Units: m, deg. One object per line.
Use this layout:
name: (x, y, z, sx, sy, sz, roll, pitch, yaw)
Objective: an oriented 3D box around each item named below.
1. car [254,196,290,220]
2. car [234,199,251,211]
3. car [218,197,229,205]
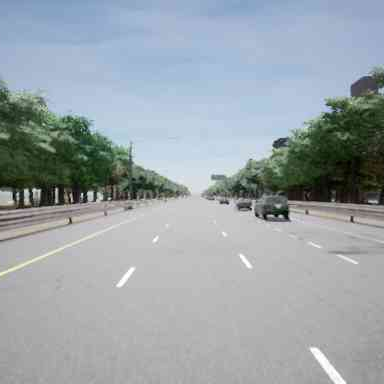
car: (7.036, 1.354, 29.671, 2.150, 2.045, 5.566, 0, 0, 0)
car: (7.101, 1.808, 46.752, 1.837, 1.490, 4.892, 0, -1, 0)
car: (7.295, 1.990, 77.114, 2.097, 1.767, 4.553, 0, -1, 0)
